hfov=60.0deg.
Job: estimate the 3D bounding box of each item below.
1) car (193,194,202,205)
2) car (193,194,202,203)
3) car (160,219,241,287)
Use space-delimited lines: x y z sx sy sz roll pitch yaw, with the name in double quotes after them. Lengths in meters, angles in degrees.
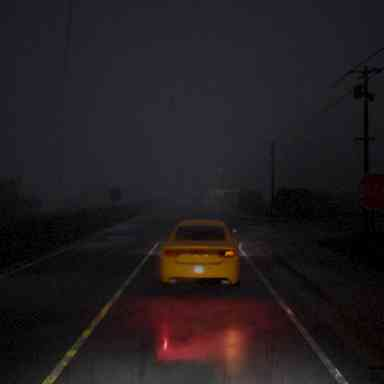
1.101 1.749 66.946 1.837 1.490 4.892 0 0 1 "car"
1.277 1.387 77.396 2.150 2.045 5.566 0 0 1 "car"
0.291 1.513 9.550 1.882 1.535 5.008 0 0 3 "car"
